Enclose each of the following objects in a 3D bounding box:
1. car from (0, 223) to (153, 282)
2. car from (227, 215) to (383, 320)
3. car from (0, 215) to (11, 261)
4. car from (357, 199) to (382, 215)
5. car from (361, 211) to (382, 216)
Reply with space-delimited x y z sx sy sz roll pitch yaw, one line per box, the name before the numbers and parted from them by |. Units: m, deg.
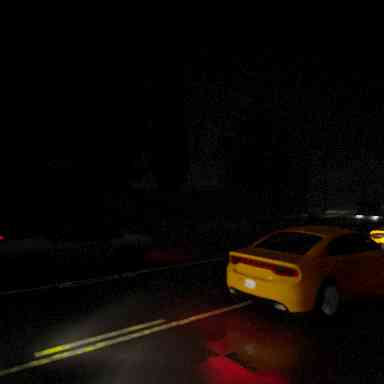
car | -3.662 1.649 10.039 4.718 1.301 1.895 0 0 -37
car | 3.033 1.498 7.465 5.008 1.535 1.882 0 0 -37
car | -8.889 1.612 10.488 5.357 1.411 2.033 0 0 -37
car | 21.228 1.797 39.689 2.150 2.045 5.566 0 -3 34
car | 7.823 1.498 11.120 5.008 1.535 1.882 0 0 -39
